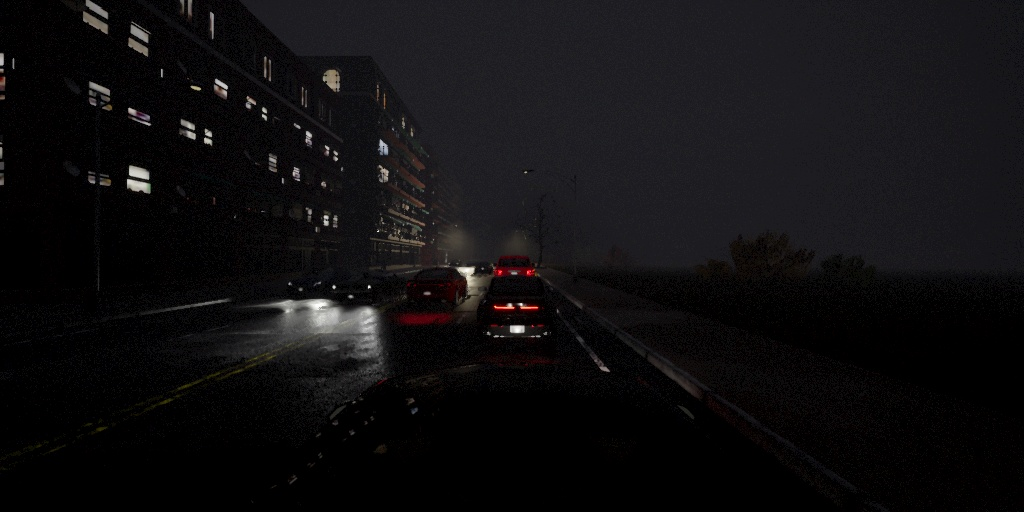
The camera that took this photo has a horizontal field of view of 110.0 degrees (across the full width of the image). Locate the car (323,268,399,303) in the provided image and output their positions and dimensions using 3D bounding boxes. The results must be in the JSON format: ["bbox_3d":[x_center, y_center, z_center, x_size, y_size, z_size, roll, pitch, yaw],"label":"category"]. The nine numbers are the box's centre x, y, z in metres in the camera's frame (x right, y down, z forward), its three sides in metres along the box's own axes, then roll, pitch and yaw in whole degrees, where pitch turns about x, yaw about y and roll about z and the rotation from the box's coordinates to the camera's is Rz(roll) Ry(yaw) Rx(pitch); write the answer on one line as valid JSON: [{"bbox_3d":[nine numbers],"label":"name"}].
[{"bbox_3d":[-6.586,1.353,16.869,1.895,1.301,4.718,0,0,0],"label":"car"}]

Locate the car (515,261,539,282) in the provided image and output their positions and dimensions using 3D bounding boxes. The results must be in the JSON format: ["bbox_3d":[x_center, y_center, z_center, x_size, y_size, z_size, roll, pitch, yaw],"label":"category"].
[{"bbox_3d":[1.164,1.209,30.538,1.801,1.575,5.366,0,0,0],"label":"car"}]

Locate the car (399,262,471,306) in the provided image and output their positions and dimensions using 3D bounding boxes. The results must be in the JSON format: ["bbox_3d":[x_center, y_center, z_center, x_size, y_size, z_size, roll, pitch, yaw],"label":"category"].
[{"bbox_3d":[-3.138,1.230,15.767,1.882,1.535,5.008,0,0,0],"label":"car"}]

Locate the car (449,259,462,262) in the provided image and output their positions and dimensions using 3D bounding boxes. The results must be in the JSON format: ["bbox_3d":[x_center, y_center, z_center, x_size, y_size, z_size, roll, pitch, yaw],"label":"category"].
[{"bbox_3d":[-9.763,1.257,62.366,1.837,1.490,4.892,0,0,0],"label":"car"}]

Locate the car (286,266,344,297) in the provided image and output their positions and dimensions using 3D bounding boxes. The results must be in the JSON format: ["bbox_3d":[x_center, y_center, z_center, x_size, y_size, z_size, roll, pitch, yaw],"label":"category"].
[{"bbox_3d":[-9.834,1.278,19.017,1.812,1.442,4.674,0,0,0],"label":"car"}]

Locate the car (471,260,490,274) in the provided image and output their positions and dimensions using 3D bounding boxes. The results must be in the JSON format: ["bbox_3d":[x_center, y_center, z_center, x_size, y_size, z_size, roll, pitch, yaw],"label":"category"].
[{"bbox_3d":[-3.115,1.317,40.138,1.994,1.385,4.181,0,0,0],"label":"car"}]

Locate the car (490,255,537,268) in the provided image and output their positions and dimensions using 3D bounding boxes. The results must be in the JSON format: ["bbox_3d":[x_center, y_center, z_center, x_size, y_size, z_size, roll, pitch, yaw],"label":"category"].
[{"bbox_3d":[0.117,0.974,20.131,2.150,2.045,5.566,0,0,0],"label":"car"}]

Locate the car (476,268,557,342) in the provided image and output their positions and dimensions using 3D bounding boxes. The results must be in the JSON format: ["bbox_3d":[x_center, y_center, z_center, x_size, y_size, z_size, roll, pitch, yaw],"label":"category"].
[{"bbox_3d":[0.109,1.256,9.784,1.837,1.490,4.892,0,0,0],"label":"car"}]

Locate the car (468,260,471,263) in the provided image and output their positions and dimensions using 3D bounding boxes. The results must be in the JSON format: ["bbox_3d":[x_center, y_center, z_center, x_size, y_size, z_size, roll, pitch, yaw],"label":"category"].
[{"bbox_3d":[-6.532,1.352,59.226,1.895,1.301,4.718,0,0,0],"label":"car"}]
